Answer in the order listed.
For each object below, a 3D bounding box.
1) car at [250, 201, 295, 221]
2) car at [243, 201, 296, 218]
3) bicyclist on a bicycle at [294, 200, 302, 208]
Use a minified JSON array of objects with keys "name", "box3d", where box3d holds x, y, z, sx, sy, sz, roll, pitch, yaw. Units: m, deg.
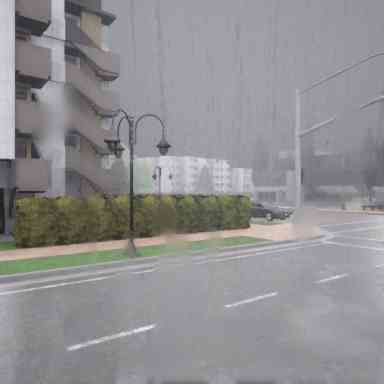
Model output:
[{"name":"car","box3d":[5.702,1.505,27.226,1.837,1.490,4.892,0,0,-38]},{"name":"car","box3d":[7.143,1.601,31.038,1.895,1.301,4.718,0,0,-38]},{"name":"bicyclist on a bicycle","box3d":[13.295,1.301,41.601,1.656,1.620,0.582,0,0,-39]}]
